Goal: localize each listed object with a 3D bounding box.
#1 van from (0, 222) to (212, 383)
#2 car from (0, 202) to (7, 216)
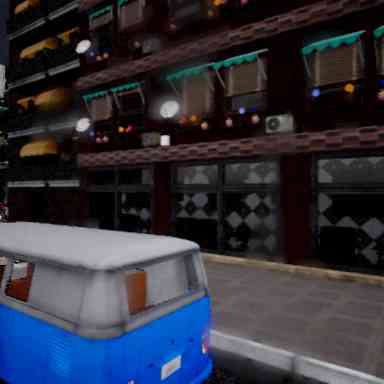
[{"bbox_3d":[-1.696,1.338,4.079,3.998,1.788,1.690,0,0,35],"label":"van"},{"bbox_3d":[-21.835,1.726,34.826,1.967,1.590,4.097,-1,-2,35],"label":"car"}]
